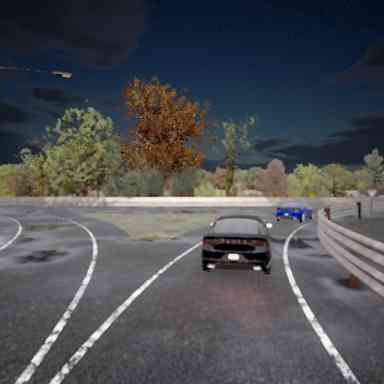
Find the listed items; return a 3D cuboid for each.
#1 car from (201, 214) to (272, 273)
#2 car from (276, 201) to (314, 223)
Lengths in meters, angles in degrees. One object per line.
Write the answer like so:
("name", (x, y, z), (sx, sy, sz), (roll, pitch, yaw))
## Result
("car", (1.543, 1.456, 10.741), (1.882, 1.535, 5.008), (0, 0, 12))
("car", (7.972, 1.433, 25.547), (1.882, 1.535, 5.008), (0, 0, 32))
